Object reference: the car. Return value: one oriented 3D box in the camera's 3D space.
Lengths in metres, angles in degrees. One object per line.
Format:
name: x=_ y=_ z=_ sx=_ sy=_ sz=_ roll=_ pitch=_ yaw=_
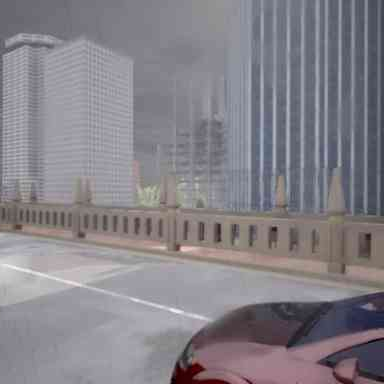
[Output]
car: x=1.850 y=1.564 z=2.673 sx=4.181 sy=1.385 sz=1.994 roll=0 pitch=0 yaw=36
